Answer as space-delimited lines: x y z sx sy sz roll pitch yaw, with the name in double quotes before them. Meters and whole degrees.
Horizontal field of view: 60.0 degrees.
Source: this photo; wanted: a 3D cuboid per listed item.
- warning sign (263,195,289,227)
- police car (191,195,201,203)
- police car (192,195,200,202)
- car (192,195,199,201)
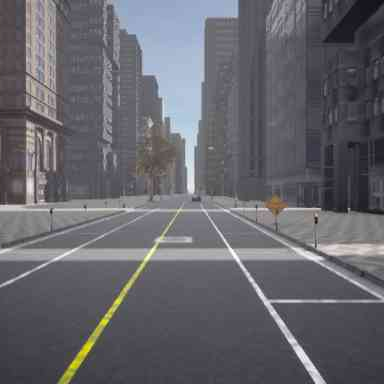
"warning sign" 5.068 1.100 20.075 1.300 1.860 1.060 0 0 0
"police car" 0.900 1.454 70.186 1.930 1.638 5.238 0 0 0
"police car" 0.900 1.472 80.186 1.930 1.638 5.238 0 0 0
"car" 0.899 1.599 86.076 1.837 1.490 4.892 0 0 0
